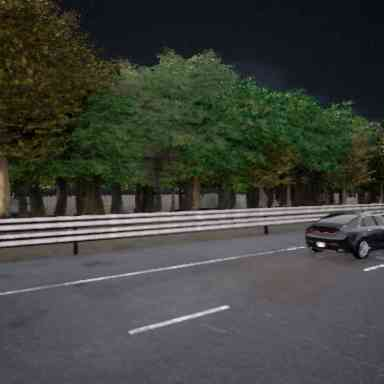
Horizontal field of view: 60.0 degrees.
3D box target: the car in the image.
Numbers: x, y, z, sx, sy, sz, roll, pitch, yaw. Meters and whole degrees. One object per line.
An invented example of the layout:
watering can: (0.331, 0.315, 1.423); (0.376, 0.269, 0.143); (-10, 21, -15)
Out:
car: (6.281, 1.508, 12.533); (4.892, 1.490, 1.837); (0, 0, -36)
